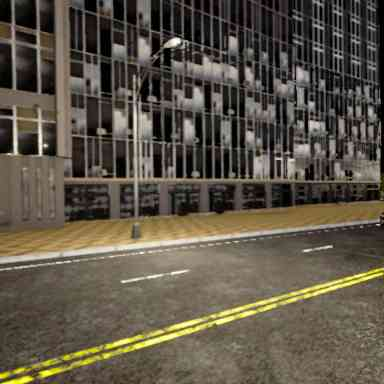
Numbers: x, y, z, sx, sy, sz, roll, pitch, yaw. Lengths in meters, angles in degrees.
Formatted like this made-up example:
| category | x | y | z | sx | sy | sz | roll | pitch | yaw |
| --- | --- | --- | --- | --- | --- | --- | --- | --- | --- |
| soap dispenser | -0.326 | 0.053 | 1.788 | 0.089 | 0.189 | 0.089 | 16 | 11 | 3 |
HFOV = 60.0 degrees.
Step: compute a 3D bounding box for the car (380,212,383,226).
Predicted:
| category | x | y | z | sx | sy | sz | roll | pitch | yaw |
| --- | --- | --- | --- | --- | --- | --- | --- | --- | --- |
| car | 14.147 | 1.468 | 21.656 | 4.902 | 1.511 | 2.128 | 0 | 0 | -35 |
